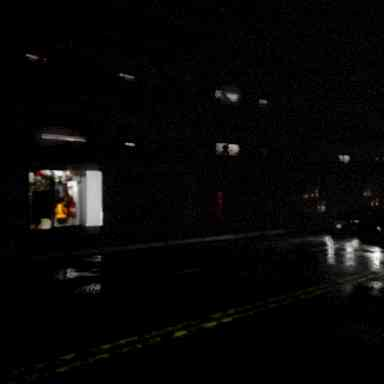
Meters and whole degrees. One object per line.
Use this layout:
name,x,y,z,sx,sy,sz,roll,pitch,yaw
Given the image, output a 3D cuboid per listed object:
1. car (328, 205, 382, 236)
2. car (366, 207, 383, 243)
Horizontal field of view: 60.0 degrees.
car,9.510,1.479,18.460,4.902,1.511,2.128,0,0,-36
car,9.983,1.514,14.818,4.674,1.442,1.812,0,0,-35
